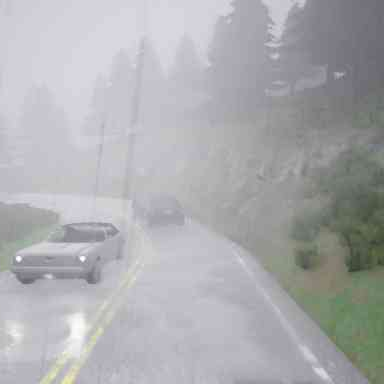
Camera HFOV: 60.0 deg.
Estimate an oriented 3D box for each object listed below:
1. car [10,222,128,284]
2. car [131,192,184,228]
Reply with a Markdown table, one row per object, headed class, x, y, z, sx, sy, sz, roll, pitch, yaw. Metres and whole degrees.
| class | x | y | z | sx | sy | sz | roll | pitch | yaw |
| --- | --- | --- | --- | --- | --- | --- | --- | --- | --- |
| car | -3.213 | 1.591 | 9.692 | 1.895 | 1.301 | 4.718 | 0 | 0 | 0 |
| car | -2.138 | 0.792 | 19.605 | 2.097 | 1.767 | 4.553 | -2 | 11 | -24 |
